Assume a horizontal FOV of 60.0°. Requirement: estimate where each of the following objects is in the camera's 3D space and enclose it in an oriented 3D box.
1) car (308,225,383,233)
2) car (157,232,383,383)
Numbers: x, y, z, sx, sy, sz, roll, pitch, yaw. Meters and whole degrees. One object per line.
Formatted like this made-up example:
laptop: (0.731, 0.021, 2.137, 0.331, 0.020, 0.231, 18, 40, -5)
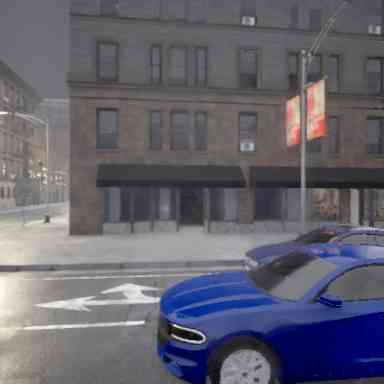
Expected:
car: (3.611, 1.554, 8.083, 4.674, 1.442, 1.812, 0, 0, -7)
car: (2.033, 1.494, 4.590, 5.008, 1.535, 1.882, 0, 0, -7)
